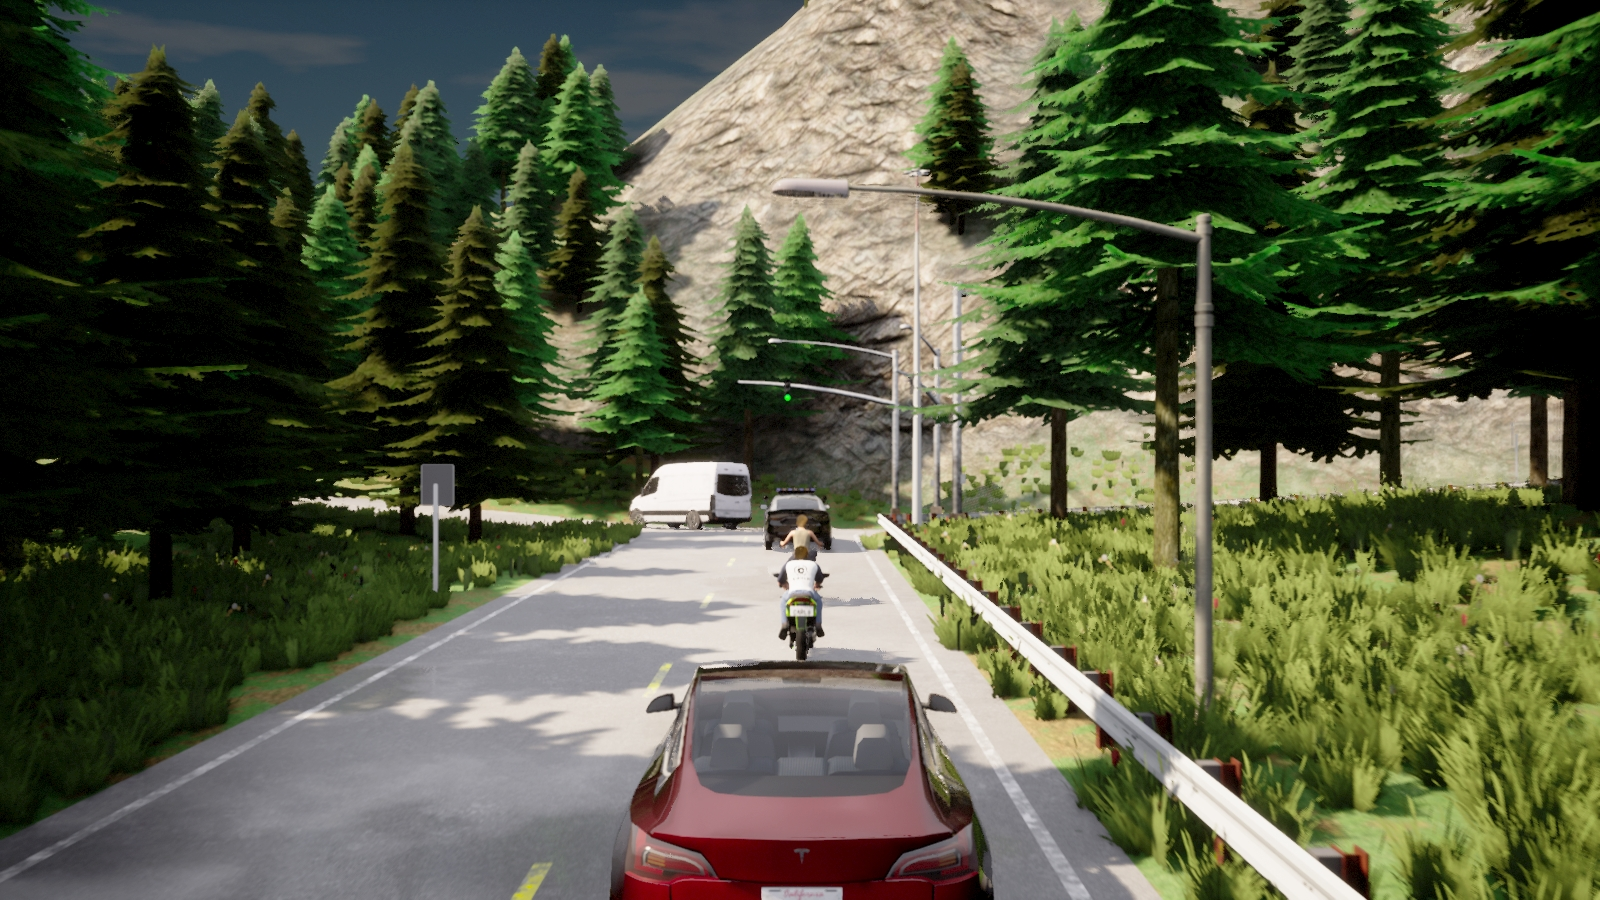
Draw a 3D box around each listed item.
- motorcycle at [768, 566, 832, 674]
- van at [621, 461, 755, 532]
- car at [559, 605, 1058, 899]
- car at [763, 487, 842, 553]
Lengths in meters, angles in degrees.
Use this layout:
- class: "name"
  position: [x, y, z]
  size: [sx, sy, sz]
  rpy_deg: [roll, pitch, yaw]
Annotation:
- class: "motorcycle"
  position: [-0.002, 2.214, 15.231]
  size: [0.803, 1.145, 2.033]
  rpy_deg: [0, 0, 0]
- class: "van"
  position: [-4.475, 1.849, 44.720]
  size: [1.988, 2.561, 5.915]
  rpy_deg: [5, -5, -42]
- class: "car"
  position: [0.040, 2.064, 7.345]
  size: [2.163, 1.488, 4.792]
  rpy_deg: [0, 0, 0]
- class: "car"
  position: [-0.008, 1.985, 33.765]
  size: [2.097, 1.638, 5.238]
  rpy_deg: [0, 0, -2]
